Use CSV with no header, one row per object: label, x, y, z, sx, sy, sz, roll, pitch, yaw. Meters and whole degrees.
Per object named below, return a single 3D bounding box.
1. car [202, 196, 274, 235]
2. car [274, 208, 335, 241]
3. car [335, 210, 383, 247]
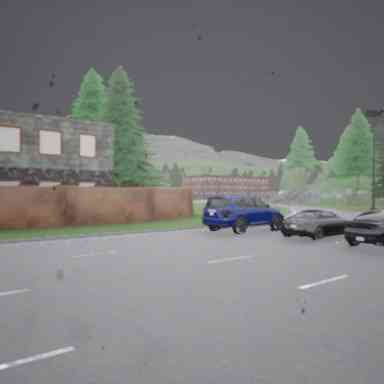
car,3.056,1.256,19.460,5.566,2.045,2.150,0,0,-41
car,6.473,1.602,16.977,4.181,1.385,1.994,0,0,-35
car,8.355,1.542,14.019,4.892,1.490,1.837,0,0,-35
